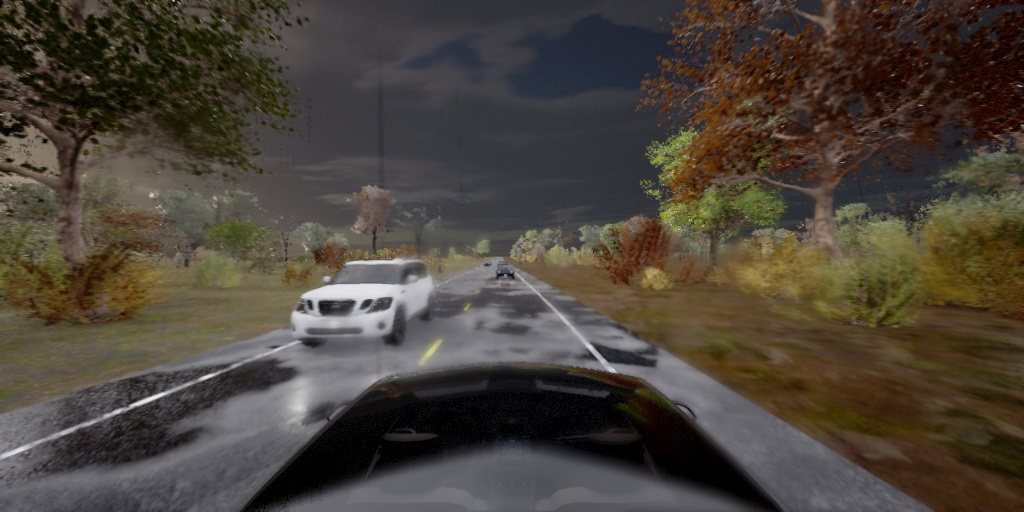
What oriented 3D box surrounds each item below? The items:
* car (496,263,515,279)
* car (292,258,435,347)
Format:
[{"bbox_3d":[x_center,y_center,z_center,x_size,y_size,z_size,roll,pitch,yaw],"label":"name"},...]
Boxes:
[{"bbox_3d":[-0.715,1.654,37.612,1.895,1.301,4.718,0,0,-2],"label":"car"},{"bbox_3d":[-3.658,1.078,10.045,2.150,2.045,5.566,-1,-1,-1],"label":"car"}]
